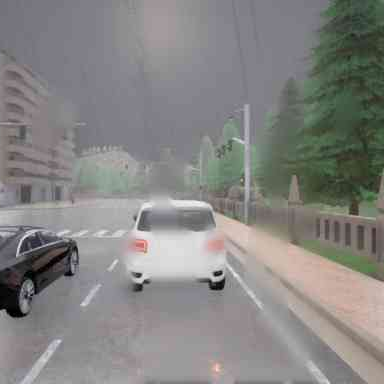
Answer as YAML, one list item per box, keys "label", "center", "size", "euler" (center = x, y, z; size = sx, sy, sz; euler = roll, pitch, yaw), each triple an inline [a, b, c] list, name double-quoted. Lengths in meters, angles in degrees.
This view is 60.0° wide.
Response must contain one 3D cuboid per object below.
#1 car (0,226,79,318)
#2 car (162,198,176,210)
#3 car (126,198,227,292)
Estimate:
- label: "car"
  center: [-3.958, 1.492, 7.355]
  size: [2.128, 1.511, 4.902]
  euler: [0, 0, -3]
- label: "car"
  center: [-3.096, 1.526, 44.370]
  size: [1.812, 1.442, 4.674]
  euler: [0, 0, -4]
- label: "car"
  center: [-0.464, 1.221, 9.130]
  size: [2.150, 2.045, 5.566]
  euler: [0, 0, -4]
